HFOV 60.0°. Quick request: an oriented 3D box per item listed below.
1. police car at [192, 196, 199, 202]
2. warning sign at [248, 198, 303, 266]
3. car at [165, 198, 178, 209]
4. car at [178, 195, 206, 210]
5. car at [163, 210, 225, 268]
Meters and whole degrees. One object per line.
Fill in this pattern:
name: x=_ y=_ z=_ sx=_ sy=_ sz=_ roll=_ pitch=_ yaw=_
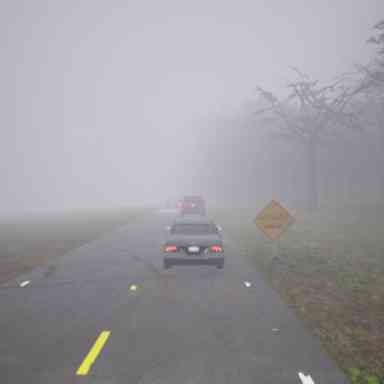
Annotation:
police car: x=0.856 y=1.850 z=89.990 sx=1.930 sy=1.638 sz=5.238 roll=0 pitch=-1 yaw=0
warning sign: x=2.430 y=1.130 z=9.881 sx=1.300 sy=1.860 sz=1.060 roll=-1 pitch=-2 yaw=0
car: x=-2.818 y=1.603 z=47.744 sx=2.128 sy=1.511 sz=4.902 roll=0 pitch=0 yaw=0
car: x=0.095 y=1.271 z=30.479 sx=2.150 sy=2.045 sz=5.566 roll=0 pitch=0 yaw=0
car: x=0.066 y=1.564 z=11.329 sx=2.033 sy=1.411 sz=5.357 roll=0 pitch=0 yaw=0
